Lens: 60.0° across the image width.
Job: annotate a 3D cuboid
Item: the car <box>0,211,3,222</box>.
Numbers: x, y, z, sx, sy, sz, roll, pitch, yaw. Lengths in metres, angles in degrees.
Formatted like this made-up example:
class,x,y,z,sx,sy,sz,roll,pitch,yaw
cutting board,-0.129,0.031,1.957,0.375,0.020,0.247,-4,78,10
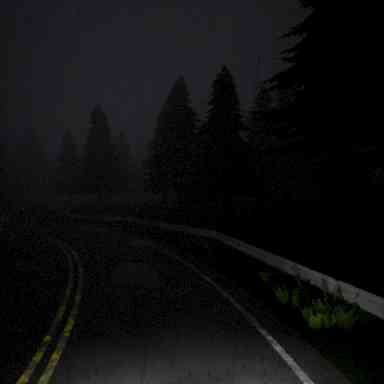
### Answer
class,x,y,z,sx,sy,sz,roll,pitch,yaw
car,-19.776,2.226,32.726,2.033,1.411,5.357,-3,0,-29

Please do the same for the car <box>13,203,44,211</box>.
class,x,y,z,sx,sy,sz,roll,pitch,yaw
car,-21.828,2.176,45.497,2.033,1.411,5.357,1,2,14
